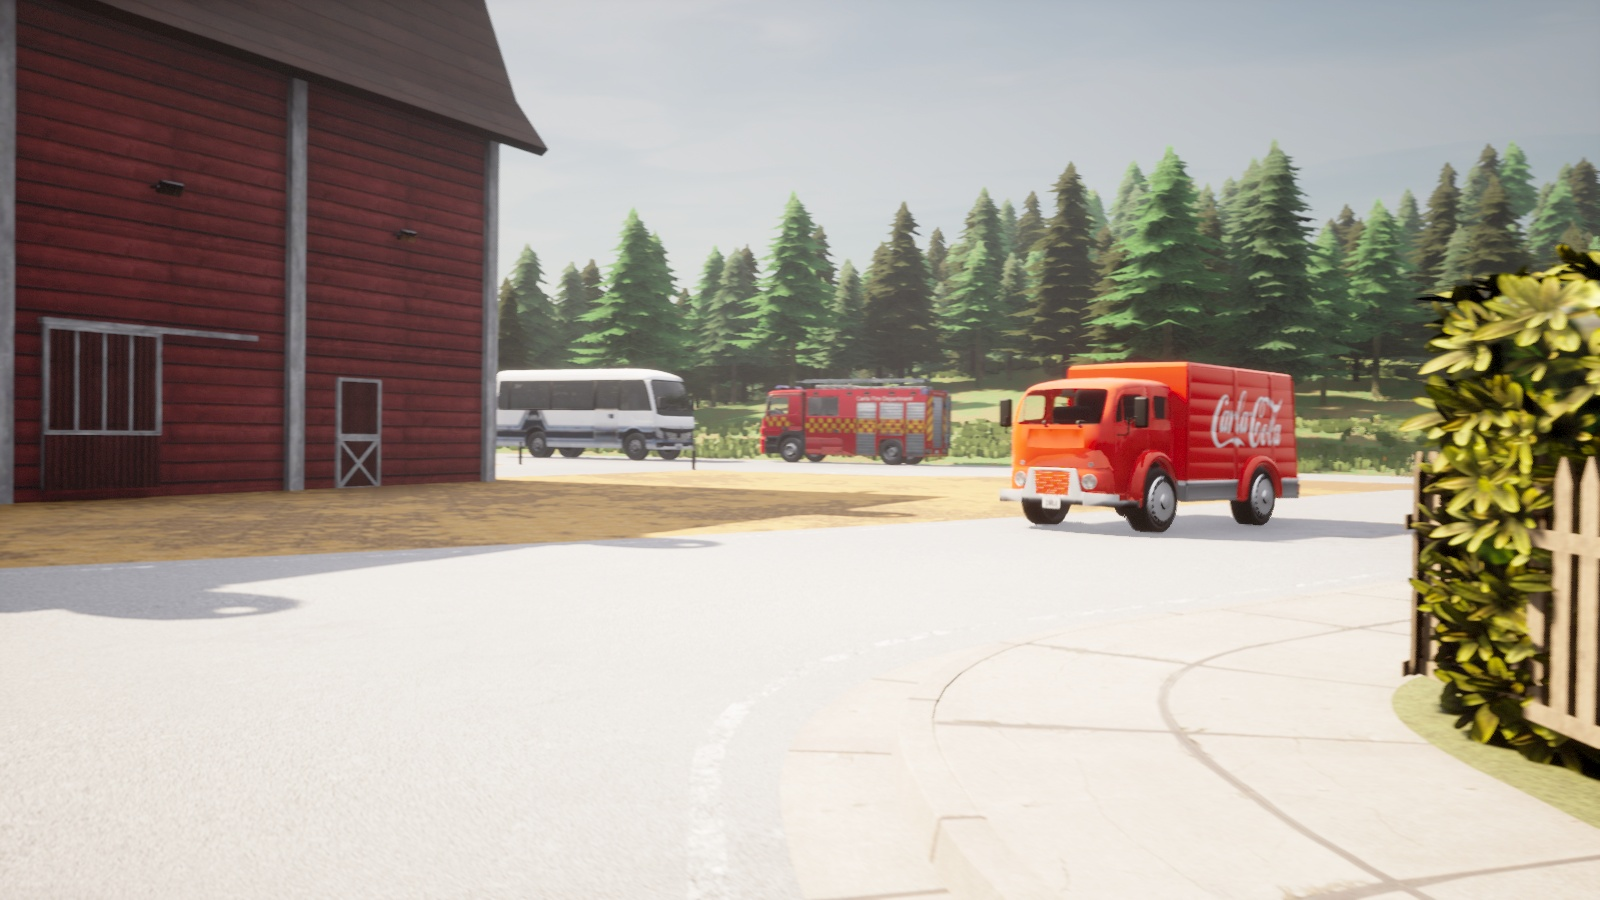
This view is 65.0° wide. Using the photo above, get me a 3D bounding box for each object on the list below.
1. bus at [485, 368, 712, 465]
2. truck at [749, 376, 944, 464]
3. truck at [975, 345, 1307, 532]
[{"bbox_3d":[-9.628,-1.524,59.611,10.273,4.253,3.944,0,1,27],"label":"bus"},{"bbox_3d":[2.092,-1.332,57.474,8.468,3.827,2.891,0,1,27],"label":"truck"},{"bbox_3d":[5.371,-0.170,19.370,5.204,2.467,2.627,0,1,-44],"label":"truck"}]
